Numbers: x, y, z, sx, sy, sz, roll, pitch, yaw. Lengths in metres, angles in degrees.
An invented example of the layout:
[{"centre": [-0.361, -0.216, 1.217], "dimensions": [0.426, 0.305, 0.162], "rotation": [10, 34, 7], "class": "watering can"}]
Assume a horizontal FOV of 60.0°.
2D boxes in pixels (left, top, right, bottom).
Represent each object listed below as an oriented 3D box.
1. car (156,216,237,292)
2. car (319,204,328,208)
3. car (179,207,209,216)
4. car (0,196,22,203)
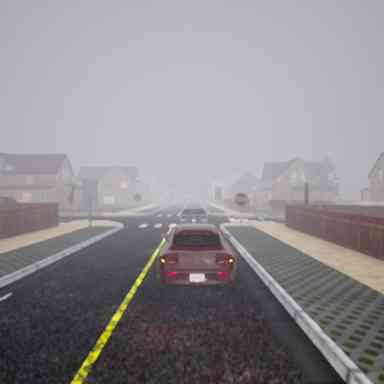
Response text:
[{"centre": [0.104, 1.586, 9.016], "dimensions": [1.812, 1.442, 4.674], "rotation": [0, -1, 0], "class": "car"}, {"centre": [12.508, 1.856, 31.180], "dimensions": [4.181, 1.385, 1.994], "rotation": [0, 0, 0], "class": "car"}, {"centre": [0.108, 1.691, 21.400], "dimensions": [2.033, 1.411, 5.357], "rotation": [0, 0, 0], "class": "car"}, {"centre": [-15.923, 1.351, 28.167], "dimensions": [5.566, 2.045, 2.150], "rotation": [0, 0, 0], "class": "car"}]
